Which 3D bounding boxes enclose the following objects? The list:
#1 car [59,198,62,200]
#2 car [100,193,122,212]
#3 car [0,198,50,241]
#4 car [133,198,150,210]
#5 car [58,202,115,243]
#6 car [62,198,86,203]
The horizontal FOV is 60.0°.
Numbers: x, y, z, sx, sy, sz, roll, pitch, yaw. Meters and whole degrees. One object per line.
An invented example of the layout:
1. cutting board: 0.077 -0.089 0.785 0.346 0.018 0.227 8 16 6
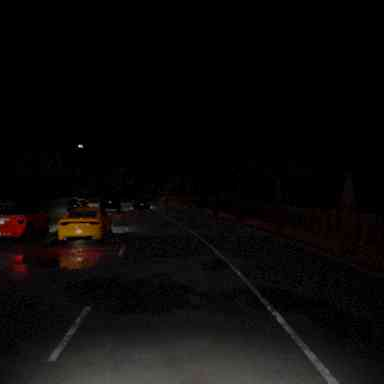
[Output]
1. car: -25.593 1.811 66.072 1.895 1.301 4.718 0 -2 -11
2. car: -8.986 1.174 36.991 2.150 2.045 5.566 0 0 -11
3. car: -8.661 1.340 16.609 2.097 1.767 4.553 0 0 -9
4. car: -6.446 1.497 42.141 1.994 1.385 4.181 0 0 -11
5. car: -4.992 1.454 15.992 1.882 1.535 5.008 0 0 -9
6. car: -12.423 1.515 36.340 2.033 1.411 5.357 0 0 -11
